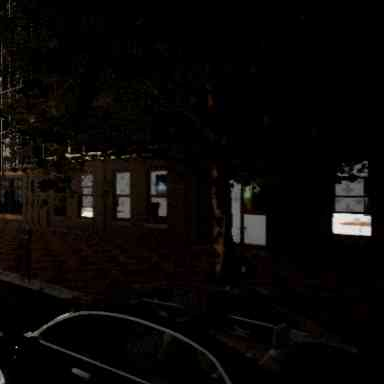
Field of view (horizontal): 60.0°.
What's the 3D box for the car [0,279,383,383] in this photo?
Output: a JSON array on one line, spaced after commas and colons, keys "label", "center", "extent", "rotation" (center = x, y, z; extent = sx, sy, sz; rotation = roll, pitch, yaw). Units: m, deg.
[{"label": "car", "center": [-0.355, 1.551, 3.132], "extent": [4.403, 1.369, 2.008], "rotation": [0, 0, 36]}]
